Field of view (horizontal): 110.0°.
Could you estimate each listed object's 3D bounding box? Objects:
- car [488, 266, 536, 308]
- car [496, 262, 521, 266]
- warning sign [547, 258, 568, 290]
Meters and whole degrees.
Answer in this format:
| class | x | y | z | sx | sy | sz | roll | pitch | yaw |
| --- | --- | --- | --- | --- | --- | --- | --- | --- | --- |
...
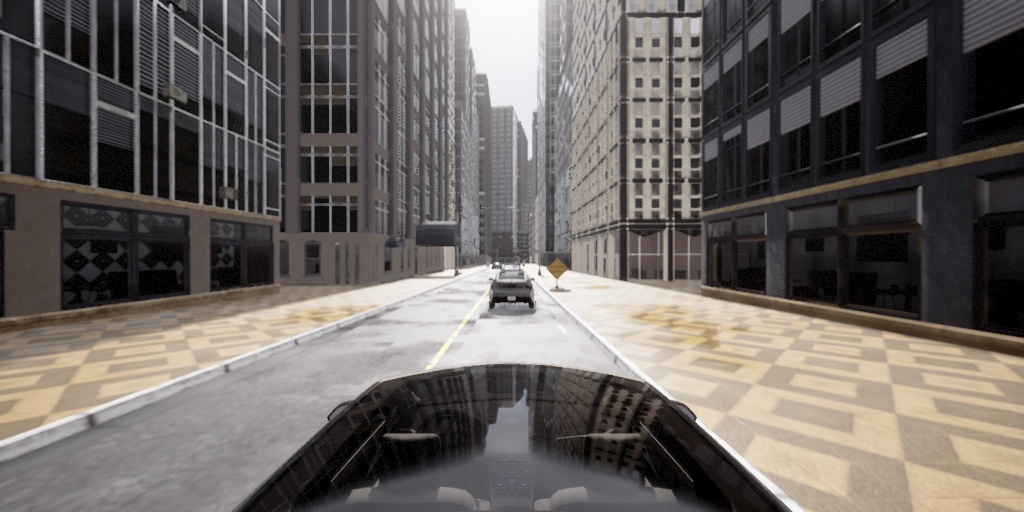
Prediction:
| class | x | y | z | sx | sy | sz | roll | pitch | yaw |
| --- | --- | --- | --- | --- | --- | --- | --- | --- | --- |
| car | -0.005 | 1.391 | 16.148 | 1.837 | 1.490 | 4.892 | 0 | 0 | 0 |
| car | -0.015 | 1.520 | 31.136 | 2.128 | 1.511 | 4.902 | 0 | 0 | 0 |
| warning sign | 2.704 | 1.049 | 21.535 | 1.300 | 1.860 | 1.060 | 0 | 0 | 0 |
